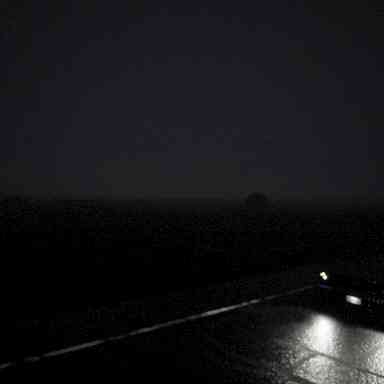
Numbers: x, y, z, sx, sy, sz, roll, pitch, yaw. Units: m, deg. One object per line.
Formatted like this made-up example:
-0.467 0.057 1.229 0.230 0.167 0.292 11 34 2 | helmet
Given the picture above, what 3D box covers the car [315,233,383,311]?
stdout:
5.148 1.622 7.656 5.357 1.411 2.033 1 0 -35 | car
